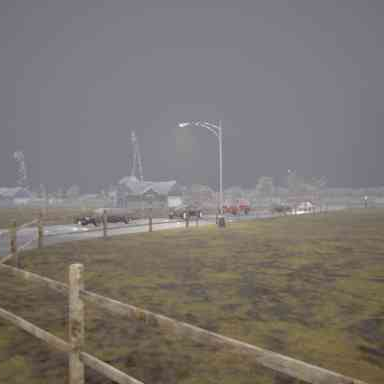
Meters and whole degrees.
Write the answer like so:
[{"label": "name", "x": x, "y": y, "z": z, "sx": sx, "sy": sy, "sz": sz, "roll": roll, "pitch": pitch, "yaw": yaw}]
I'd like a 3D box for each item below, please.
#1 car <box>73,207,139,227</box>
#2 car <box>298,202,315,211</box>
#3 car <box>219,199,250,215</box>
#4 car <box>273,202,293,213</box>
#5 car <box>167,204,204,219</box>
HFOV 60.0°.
[{"label": "car", "x": -6.614, "y": 1.884, "z": 26.293, "sx": 2.033, "sy": 1.411, "sz": 5.357, "roll": -2, "pitch": -2, "yaw": 36}, {"label": "car", "x": 19.450, "y": 2.455, "z": 56.335, "sx": 1.812, "sy": 1.442, "sz": 4.674, "roll": -2, "pitch": -2, "yaw": 36}, {"label": "car", "x": 5.607, "y": 1.911, "z": 43.363, "sx": 2.150, "sy": 2.045, "sz": 5.566, "roll": -2, "pitch": -2, "yaw": 36}, {"label": "car", "x": 12.738, "y": 2.222, "z": 46.963, "sx": 1.837, "sy": 1.490, "sz": 4.892, "roll": -2, "pitch": -2, "yaw": 35}, {"label": "car", "x": -0.589, "y": 2.013, "z": 34.705, "sx": 1.837, "sy": 1.490, "sz": 4.892, "roll": -2, "pitch": -2, "yaw": 36}]
